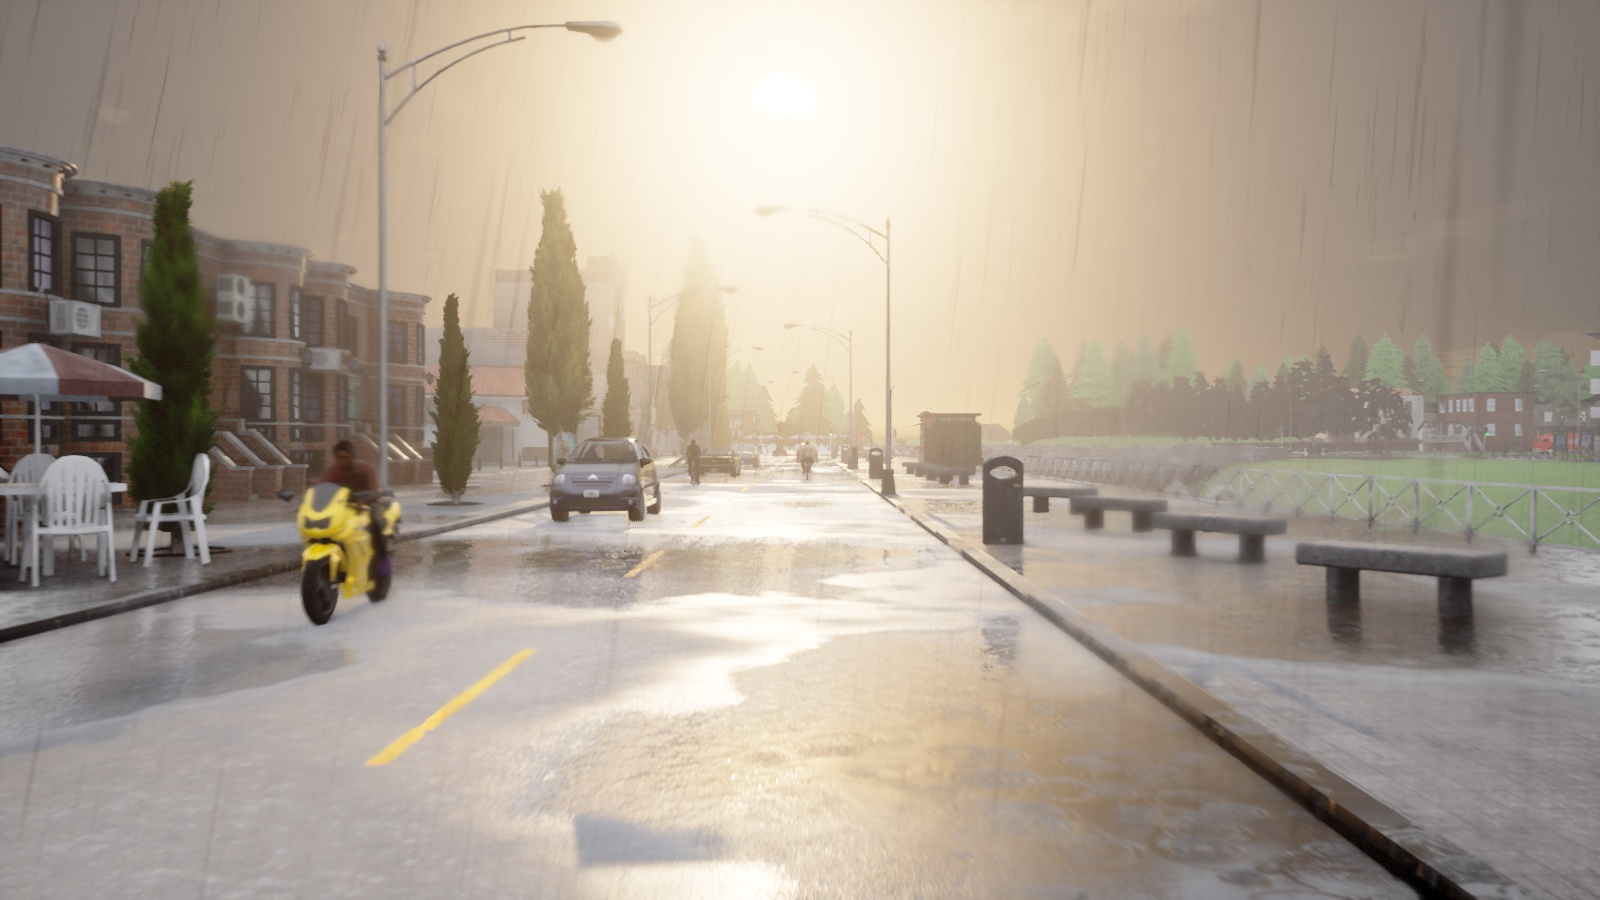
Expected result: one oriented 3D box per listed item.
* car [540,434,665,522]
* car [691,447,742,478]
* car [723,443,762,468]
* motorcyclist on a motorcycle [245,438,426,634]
[{"bbox_3d":[-3.845,0.500,25.080,1.851,1.617,3.988,0,0,0],"label":"car"},{"bbox_3d":[-3.674,0.529,55.899,1.895,1.301,4.718,0,0,0],"label":"car"},{"bbox_3d":[-3.553,0.305,77.788,2.163,1.488,4.792,0,0,0],"label":"car"},{"bbox_3d":[-3.924,0.664,10.807,0.797,1.523,2.044,0,0,0],"label":"motorcyclist on a motorcycle"}]
